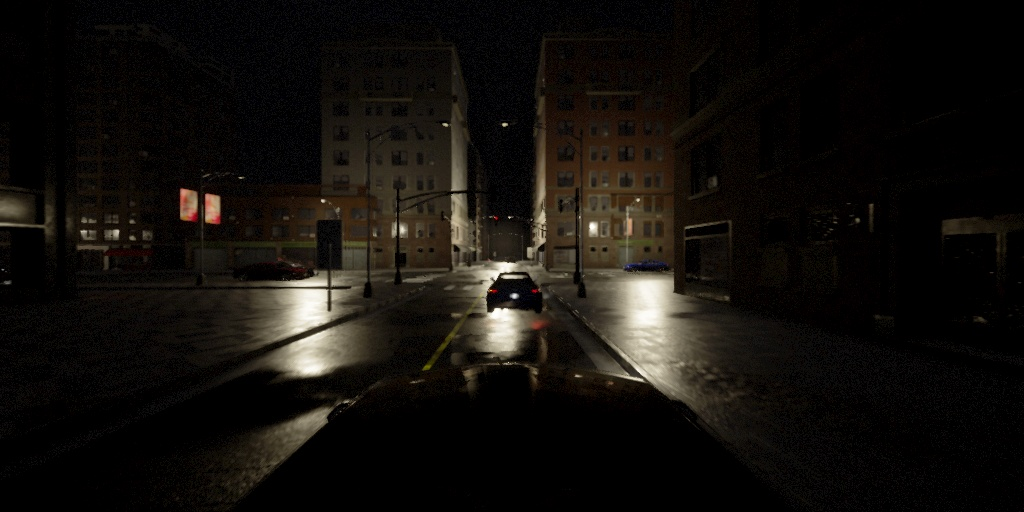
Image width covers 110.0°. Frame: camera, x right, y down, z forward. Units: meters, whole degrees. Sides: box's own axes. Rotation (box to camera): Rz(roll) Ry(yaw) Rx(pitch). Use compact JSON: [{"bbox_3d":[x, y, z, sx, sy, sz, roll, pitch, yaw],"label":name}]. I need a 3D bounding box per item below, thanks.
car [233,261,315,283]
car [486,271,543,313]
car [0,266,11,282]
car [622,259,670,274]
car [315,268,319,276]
[{"bbox_3d":[-18.062,1.197,26.965,5.008,1.535,1.882,0,0,0],"label":"car"},{"bbox_3d":[0.083,1.270,13.722,1.994,1.385,4.181,0,0,0],"label":"car"},{"bbox_3d":[-40.912,1.145,26.850,4.553,1.767,2.097,0,0,0],"label":"car"},{"bbox_3d":[13.822,1.079,37.116,4.674,1.442,1.812,0,0,0],"label":"car"},{"bbox_3d":[-18.979,1.202,30.209,4.902,1.511,2.128,0,0,0],"label":"car"}]
